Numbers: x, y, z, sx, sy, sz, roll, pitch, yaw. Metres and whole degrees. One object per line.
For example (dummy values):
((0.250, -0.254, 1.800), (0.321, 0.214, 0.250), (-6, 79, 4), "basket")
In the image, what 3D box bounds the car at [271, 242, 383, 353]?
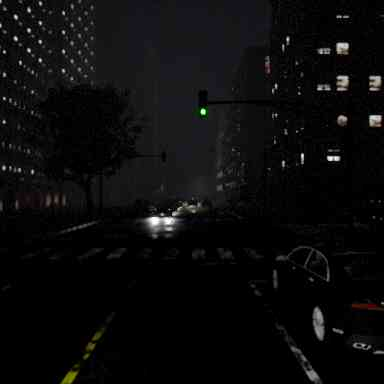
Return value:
((2.690, 1.601, 6.202), (2.008, 1.369, 4.403), (0, 0, 0), "car")

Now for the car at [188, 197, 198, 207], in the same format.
((0.117, 2.158, 64.326), (1.895, 1.301, 4.718), (0, -1, 0), "car")

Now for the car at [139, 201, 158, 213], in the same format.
((-5.682, 1.941, 44.114), (1.947, 1.339, 4.313), (0, -1, 0), "car")

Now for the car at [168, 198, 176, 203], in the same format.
((-5.670, 2.394, 93.818), (2.008, 1.369, 4.403), (0, -1, 0), "car")

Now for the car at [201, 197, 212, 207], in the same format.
((2.704, 2.089, 60.679), (1.947, 1.339, 4.313), (0, -1, 0), "car")

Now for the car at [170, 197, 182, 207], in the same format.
((-3.027, 1.910, 64.452), (2.097, 1.767, 4.553), (0, -1, 0), "car")

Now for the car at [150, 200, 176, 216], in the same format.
((-3.080, 1.908, 36.441), (1.895, 1.301, 4.718), (0, -1, -1), "car")

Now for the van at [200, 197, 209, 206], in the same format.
((2.706, 1.968, 71.727), (1.690, 1.788, 3.998), (0, -1, 0), "van")

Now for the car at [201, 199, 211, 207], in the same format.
((2.705, 2.101, 66.372), (1.752, 1.417, 4.829), (0, -1, 0), "car")

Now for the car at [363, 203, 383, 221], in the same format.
((14.957, 1.466, 23.071), (4.892, 1.490, 1.837), (-1, 0, -3), "car")

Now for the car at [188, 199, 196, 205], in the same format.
((0.019, 2.240, 78.047), (1.994, 1.385, 4.181), (0, -1, 0), "car")

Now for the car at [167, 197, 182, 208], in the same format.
((-3.072, 1.995, 54.733), (1.812, 1.442, 4.674), (0, -1, 0), "car")

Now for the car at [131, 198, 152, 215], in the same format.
((-5.683, 1.641, 38.593), (2.192, 1.841, 5.009), (0, -1, 0), "car")

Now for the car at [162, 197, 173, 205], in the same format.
((-5.674, 1.995, 77.251), (2.192, 1.841, 5.009), (0, -1, 0), "car")

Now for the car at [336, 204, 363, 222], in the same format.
((13.432, 1.553, 25.607), (4.403, 1.369, 2.008), (-1, 0, -1), "car")

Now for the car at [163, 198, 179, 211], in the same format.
((-3.088, 1.913, 45.554), (1.812, 1.442, 4.674), (0, -1, 0), "car")
